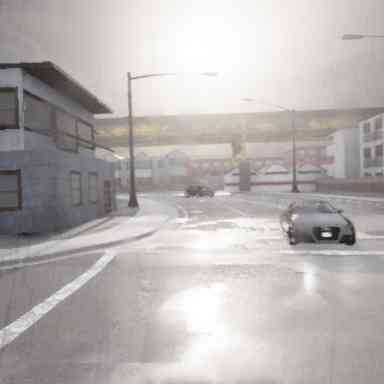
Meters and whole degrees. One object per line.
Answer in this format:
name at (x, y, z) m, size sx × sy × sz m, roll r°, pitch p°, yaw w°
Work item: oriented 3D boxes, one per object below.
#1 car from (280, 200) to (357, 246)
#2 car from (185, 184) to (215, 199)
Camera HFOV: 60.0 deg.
car at (4.336, 1.009, 11.995) m, size 1.994 × 1.385 × 4.181 m, roll -1°, pitch 2°, yaw 8°
car at (0.836, -0.082, 37.426) m, size 1.837 × 1.490 × 4.892 m, roll 0°, pitch 2°, yaw -25°
